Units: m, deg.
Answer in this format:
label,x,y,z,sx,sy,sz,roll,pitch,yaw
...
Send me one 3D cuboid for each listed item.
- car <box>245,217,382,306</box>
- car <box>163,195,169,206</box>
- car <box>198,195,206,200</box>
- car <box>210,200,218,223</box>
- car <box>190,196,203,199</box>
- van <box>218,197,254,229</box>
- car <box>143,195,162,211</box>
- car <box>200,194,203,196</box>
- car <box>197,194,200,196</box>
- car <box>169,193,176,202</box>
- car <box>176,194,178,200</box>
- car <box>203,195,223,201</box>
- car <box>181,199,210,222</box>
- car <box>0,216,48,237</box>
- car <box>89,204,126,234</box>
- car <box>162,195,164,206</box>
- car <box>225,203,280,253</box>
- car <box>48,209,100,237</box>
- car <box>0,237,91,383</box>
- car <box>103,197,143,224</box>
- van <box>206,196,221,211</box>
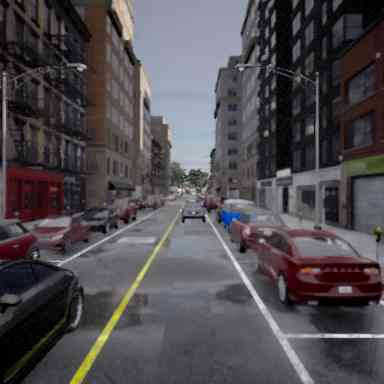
label,x,y,z,sx,sy,sz,roll,pitch,yaw
car,2.641,1.549,7.961,1.887,1.381,4.507,0,0,0
car,-5.386,1.337,53.395,2.192,1.841,5.009,0,0,0
car,2.660,1.585,91.364,2.008,1.369,4.403,0,0,0
car,2.645,1.564,24.997,2.008,1.369,4.403,0,0,0
car,0.109,1.545,42.576,1.812,1.442,4.674,0,0,0
van,2.644,1.352,19.318,1.690,1.788,3.998,0,0,0
car,-5.387,1.334,42.038,2.192,1.841,5.009,0,0,0
car,2.651,1.336,47.713,2.192,1.841,5.009,0,0,0
car,2.658,1.581,80.400,2.008,1.369,4.403,0,0,0
car,-5.396,1.555,80.232,1.752,1.417,4.829,0,0,0
car,-5.389,1.559,91.195,1.752,1.417,4.829,0,0,0
car,2.648,1.333,36.355,2.192,1.841,5.009,0,0,0
car,0.104,1.562,26.510,2.033,1.411,5.357,0,0,0
car,-5.390,1.444,7.968,1.967,1.590,4.097,0,0,0
car,-5.389,1.576,19.324,1.947,1.339,4.313,0,0,0
car,-5.387,1.546,47.545,1.752,1.417,4.829,0,0,0
car,2.643,1.448,13.640,1.967,1.590,4.097,0,0,0
car,-5.389,1.589,13.646,1.802,1.307,4.206,0,0,0
car,-2.837,1.566,4.033,1.994,1.385,4.181,0,0,1
car,-5.388,1.328,25.003,2.192,1.841,5.009,0,0,0
van,2.649,1.361,42.034,1.690,1.788,3.998,0,0,0
